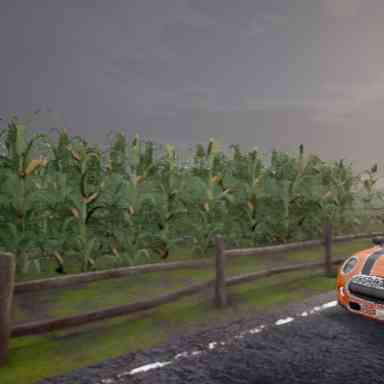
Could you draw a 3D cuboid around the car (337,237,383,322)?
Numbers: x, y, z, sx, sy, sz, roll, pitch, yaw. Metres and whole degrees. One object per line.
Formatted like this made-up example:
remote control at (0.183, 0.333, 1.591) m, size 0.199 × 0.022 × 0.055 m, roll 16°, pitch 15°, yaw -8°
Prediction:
car at (4.865, 1.340, 6.497) m, size 4.553 × 1.767 × 2.097 m, roll 0°, pitch 0°, yaw -35°
